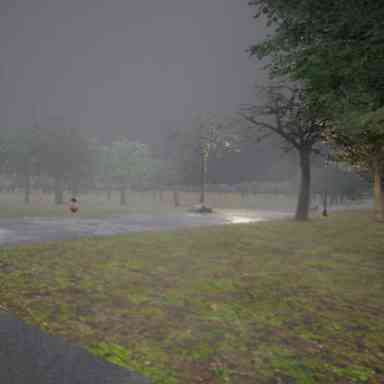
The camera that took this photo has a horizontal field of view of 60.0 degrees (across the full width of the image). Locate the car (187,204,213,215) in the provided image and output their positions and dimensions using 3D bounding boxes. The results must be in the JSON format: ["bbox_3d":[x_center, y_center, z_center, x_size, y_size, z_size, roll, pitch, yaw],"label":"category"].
[{"bbox_3d":[1.175,2.407,46.835,1.812,1.442,4.674,2,1,36],"label":"car"}]

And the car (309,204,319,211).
[{"bbox_3d":[28.522,3.641,78.376,2.033,1.411,5.357,2,0,30],"label":"car"}]
